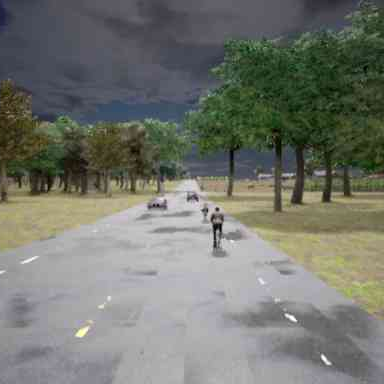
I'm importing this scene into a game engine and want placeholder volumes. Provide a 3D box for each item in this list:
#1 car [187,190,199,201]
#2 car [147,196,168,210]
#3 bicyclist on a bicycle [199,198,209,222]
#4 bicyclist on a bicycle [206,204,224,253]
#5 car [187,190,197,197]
[{"bbox_3d":[0.096,0.756,55.408,1.812,1.442,4.674,0,1,0],"label":"car"},{"bbox_3d":[-3.595,1.153,35.410,1.994,1.385,4.181,0,1,0],"label":"car"},{"bbox_3d":[0.942,1.234,23.354,0.866,1.612,1.509,0,1,0],"label":"bicyclist on a bicycle"},{"bbox_3d":[0.963,1.391,12.516,0.582,1.620,1.656,0,0,0],"label":"bicyclist on a bicycle"},{"bbox_3d":[-0.004,0.327,73.601,2.128,1.511,4.902,0,2,0],"label":"car"}]
